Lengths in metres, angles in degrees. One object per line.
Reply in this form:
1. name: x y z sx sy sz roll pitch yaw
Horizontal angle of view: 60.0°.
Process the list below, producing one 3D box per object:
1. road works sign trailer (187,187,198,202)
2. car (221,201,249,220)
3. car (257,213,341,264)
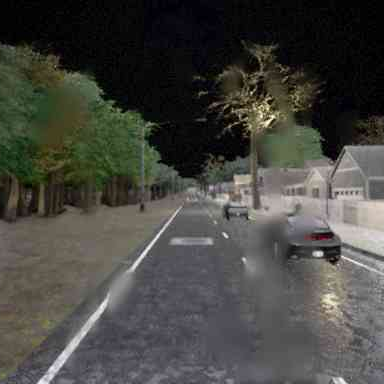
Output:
1. road works sign trailer: 0.015 0.617 77.799 2.380 3.560 2.880 0 0 0
2. car: 3.606 1.530 28.267 2.128 1.511 4.902 0 0 0
3. car: 3.600 1.519 11.909 1.837 1.490 4.892 0 0 0
